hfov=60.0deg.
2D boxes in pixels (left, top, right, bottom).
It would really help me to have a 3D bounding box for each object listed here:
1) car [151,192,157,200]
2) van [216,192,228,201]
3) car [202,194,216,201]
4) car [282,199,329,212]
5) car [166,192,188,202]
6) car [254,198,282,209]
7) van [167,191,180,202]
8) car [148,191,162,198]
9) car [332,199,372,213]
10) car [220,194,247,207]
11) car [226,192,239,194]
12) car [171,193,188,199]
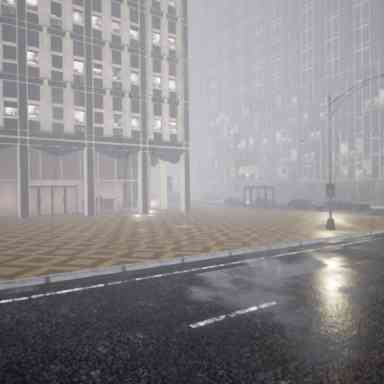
[{"bbox_3d":[-9.808,1.028,69.298,2.008,1.369,4.403,0,1,-34],"label":"car"},{"bbox_3d":[6.718,0.841,59.922,1.690,1.788,3.998,-1,1,-34],"label":"van"},{"bbox_3d":[3.519,1.029,64.622,1.802,1.307,4.206,-1,1,-34],"label":"car"},{"bbox_3d":[12.488,1.413,36.348,1.947,1.339,4.313,-1,1,-34],"label":"car"},{"bbox_3d":[-2.884,0.928,63.896,2.097,1.767,4.553,-1,1,-34],"label":"car"},{"bbox_3d":[9.302,1.377,41.056,1.802,1.307,4.206,-1,1,-34],"label":"car"},{"bbox_3d":[-3.407,0.926,59.902,1.690,1.788,3.998,-1,1,-34],"label":"van"},{"bbox_3d":[-9.284,0.672,83.407,1.967,1.590,4.097,-1,1,-34],"label":"car"},{"bbox_3d":[16.372,1.429,35.465,1.895,1.301,4.718,-1,1,-34],"label":"car"},{"bbox_3d":[6.150,1.308,45.785,1.947,1.339,4.313,-1,1,-34],"label":"car"},{"bbox_3d":[7.518,1.211,48.463,1.812,1.442,4.674,-1,1,-34],"label":"car"},{"bbox_3d":[-2.883,0.922,74.016,1.802,1.307,4.206,-1,1,-34],"label":"car"}]
